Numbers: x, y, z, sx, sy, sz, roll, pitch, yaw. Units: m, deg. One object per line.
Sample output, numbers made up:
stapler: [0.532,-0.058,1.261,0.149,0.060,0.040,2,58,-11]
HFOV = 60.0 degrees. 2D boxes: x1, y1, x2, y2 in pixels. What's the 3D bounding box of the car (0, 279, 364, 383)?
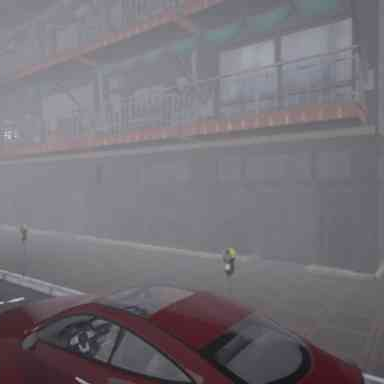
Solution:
car: [-0.556,1.573,3.264,4.206,1.307,1.802,0,0,35]
